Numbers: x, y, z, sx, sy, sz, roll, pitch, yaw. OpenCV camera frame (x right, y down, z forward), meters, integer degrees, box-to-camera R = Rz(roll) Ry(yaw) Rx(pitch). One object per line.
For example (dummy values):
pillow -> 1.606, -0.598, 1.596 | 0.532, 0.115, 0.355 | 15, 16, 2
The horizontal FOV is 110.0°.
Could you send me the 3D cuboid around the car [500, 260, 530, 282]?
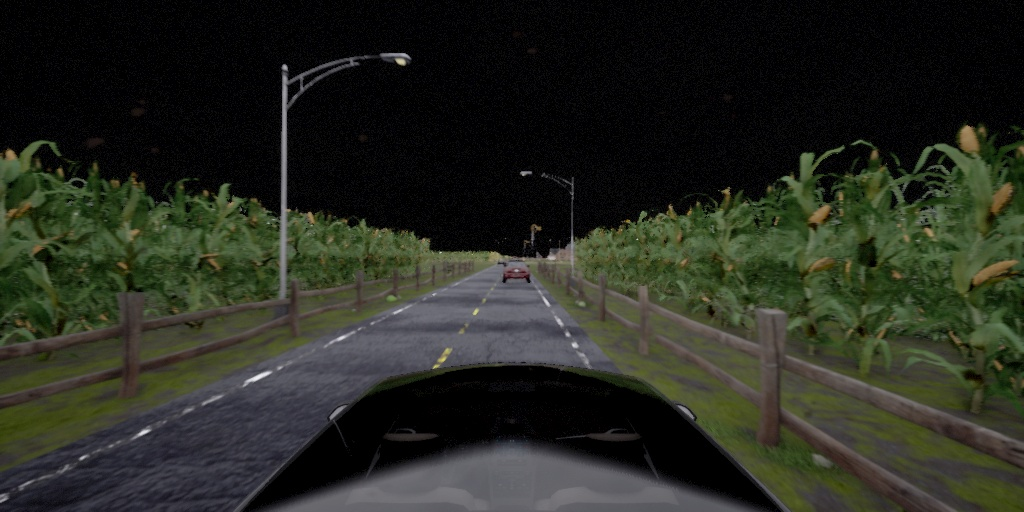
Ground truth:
car -> 0.368, 1.109, 28.926 | 2.097, 1.767, 4.553 | 0, 0, 1
